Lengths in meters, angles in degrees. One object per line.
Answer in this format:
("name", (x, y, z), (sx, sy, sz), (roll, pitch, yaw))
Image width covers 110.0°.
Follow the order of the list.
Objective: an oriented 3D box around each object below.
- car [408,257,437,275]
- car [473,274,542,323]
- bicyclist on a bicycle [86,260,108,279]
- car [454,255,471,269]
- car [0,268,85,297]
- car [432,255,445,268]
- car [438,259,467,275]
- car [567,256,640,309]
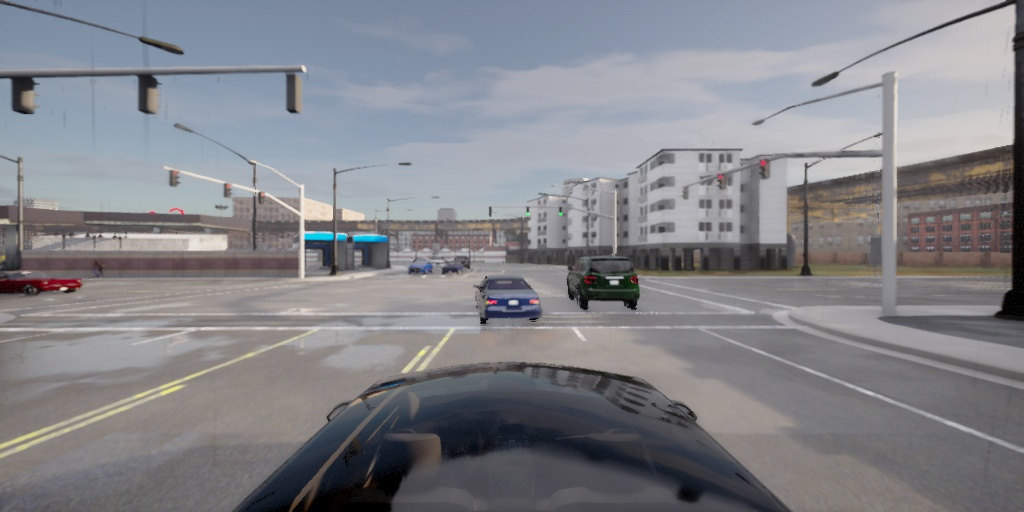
("car", (-9.996, 1.228, 39.577), (1.882, 1.535, 5.008), (0, 0, -1))
("car", (-0.314, 1.346, 12.509), (2.033, 1.411, 5.357), (0, 0, -8))
("bicyclist on a bicycle", (-34.656, 1.118, 29.969), (0.582, 1.620, 1.656), (0, 0, -1))
("car", (-7.436, 0.905, 53.246), (2.150, 2.045, 5.566), (0, 1, -12))
("car", (-26.189, 1.450, 19.157), (4.718, 1.301, 1.895), (0, 0, -1))
("car", (-10.837, 0.911, 52.407), (2.150, 2.045, 5.566), (0, 1, -11))
("car", (-6.491, 1.348, 39.662), (1.895, 1.301, 4.718), (0, 0, -1))
("car", (3.691, 1.011, 15.335), (2.150, 2.045, 5.566), (0, 0, 2))
